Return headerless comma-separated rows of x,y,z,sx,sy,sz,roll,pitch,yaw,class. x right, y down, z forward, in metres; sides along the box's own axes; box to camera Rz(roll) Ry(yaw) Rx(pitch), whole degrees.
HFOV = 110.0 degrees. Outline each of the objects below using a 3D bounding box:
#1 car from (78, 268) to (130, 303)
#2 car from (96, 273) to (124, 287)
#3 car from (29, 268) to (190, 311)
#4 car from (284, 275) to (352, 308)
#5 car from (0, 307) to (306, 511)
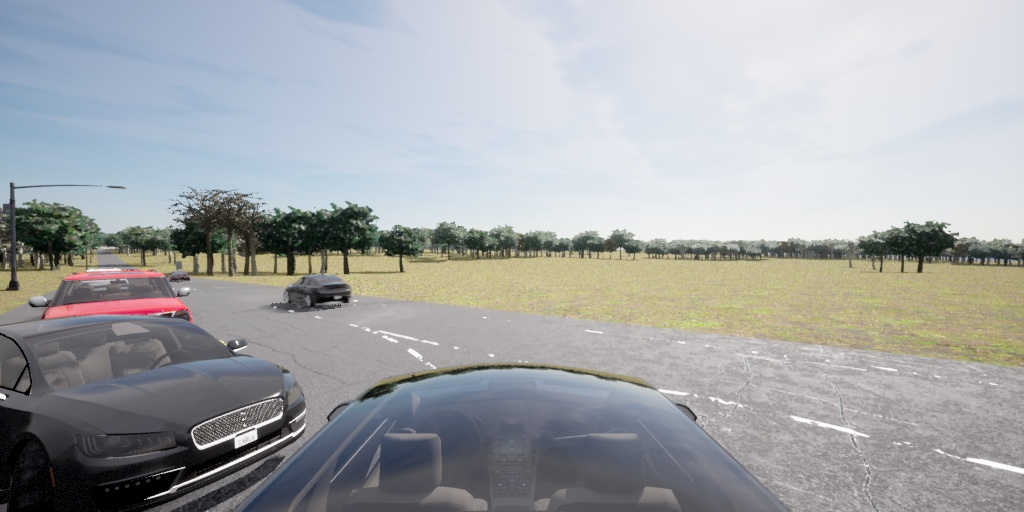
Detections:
-28.083,1.890,24.686,5.566,2.045,2.150,-2,0,41,car
-46.692,2.721,41.723,1.812,1.442,4.674,-1,0,-44,car
-9.480,1.386,8.621,5.566,2.045,2.150,-2,0,41,car
-9.957,1.730,18.286,4.892,1.490,1.837,-2,0,41,car
-4.564,1.445,3.981,4.892,1.490,1.837,-3,-3,21,car
